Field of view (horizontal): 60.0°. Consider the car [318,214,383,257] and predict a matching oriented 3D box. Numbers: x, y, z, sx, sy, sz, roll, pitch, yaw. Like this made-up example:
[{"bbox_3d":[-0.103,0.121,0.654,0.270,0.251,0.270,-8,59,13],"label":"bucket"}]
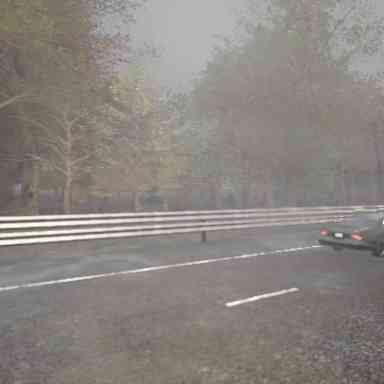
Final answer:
[{"bbox_3d":[7.214,1.574,13.016,5.357,1.411,2.033,0,0,-34],"label":"car"}]
